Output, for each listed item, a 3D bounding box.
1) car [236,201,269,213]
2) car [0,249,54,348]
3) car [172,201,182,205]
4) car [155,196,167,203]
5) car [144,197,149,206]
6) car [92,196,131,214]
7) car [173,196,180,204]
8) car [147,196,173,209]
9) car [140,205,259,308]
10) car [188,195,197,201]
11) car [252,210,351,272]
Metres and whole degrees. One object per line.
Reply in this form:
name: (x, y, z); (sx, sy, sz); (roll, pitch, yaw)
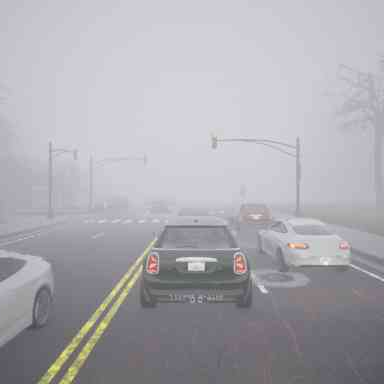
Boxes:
car: (3.341, 1.352, 19.410); (2.097, 1.767, 4.553); (0, 0, 0)
car: (-3.347, 1.525, 4.187); (1.812, 1.442, 4.674); (0, 0, 0)
car: (0.070, 1.477, 17.329); (1.882, 1.535, 5.008); (0, 0, 0)
car: (-6.386, 1.526, 68.736); (1.994, 1.385, 4.181); (0, 0, 0)
car: (-6.506, 1.531, 53.454); (2.033, 1.411, 5.357); (0, 0, 0)
car: (-8.578, 1.351, 35.684); (2.097, 1.767, 4.553); (0, 0, 27)
car: (-3.262, 1.490, 50.332); (1.837, 1.490, 4.892); (0, 0, 0)
car: (-3.295, 1.504, 35.108); (1.837, 1.490, 4.892); (0, 0, 0)
car: (0.090, 1.352, 8.064); (2.097, 1.767, 4.553); (0, 0, 0)
car: (0.143, 1.482, 85.668); (2.128, 1.511, 4.902); (0, 0, 0)
car: (3.350, 1.526, 10.616); (1.812, 1.442, 4.674); (0, 0, 0)
